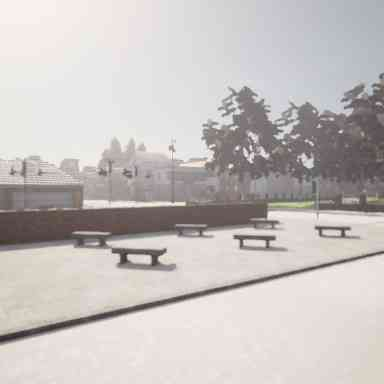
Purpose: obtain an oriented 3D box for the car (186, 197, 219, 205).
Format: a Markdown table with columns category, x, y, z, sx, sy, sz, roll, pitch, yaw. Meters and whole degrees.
| category | x | y | z | sx | sy | sz | roll | pitch | yaw |
| --- | --- | --- | --- | --- | --- | --- | --- | --- | --- |
| car | 1.234 | 1.389 | 38.241 | 2.128 | 1.511 | 4.902 | 0 | 0 | -35 |
